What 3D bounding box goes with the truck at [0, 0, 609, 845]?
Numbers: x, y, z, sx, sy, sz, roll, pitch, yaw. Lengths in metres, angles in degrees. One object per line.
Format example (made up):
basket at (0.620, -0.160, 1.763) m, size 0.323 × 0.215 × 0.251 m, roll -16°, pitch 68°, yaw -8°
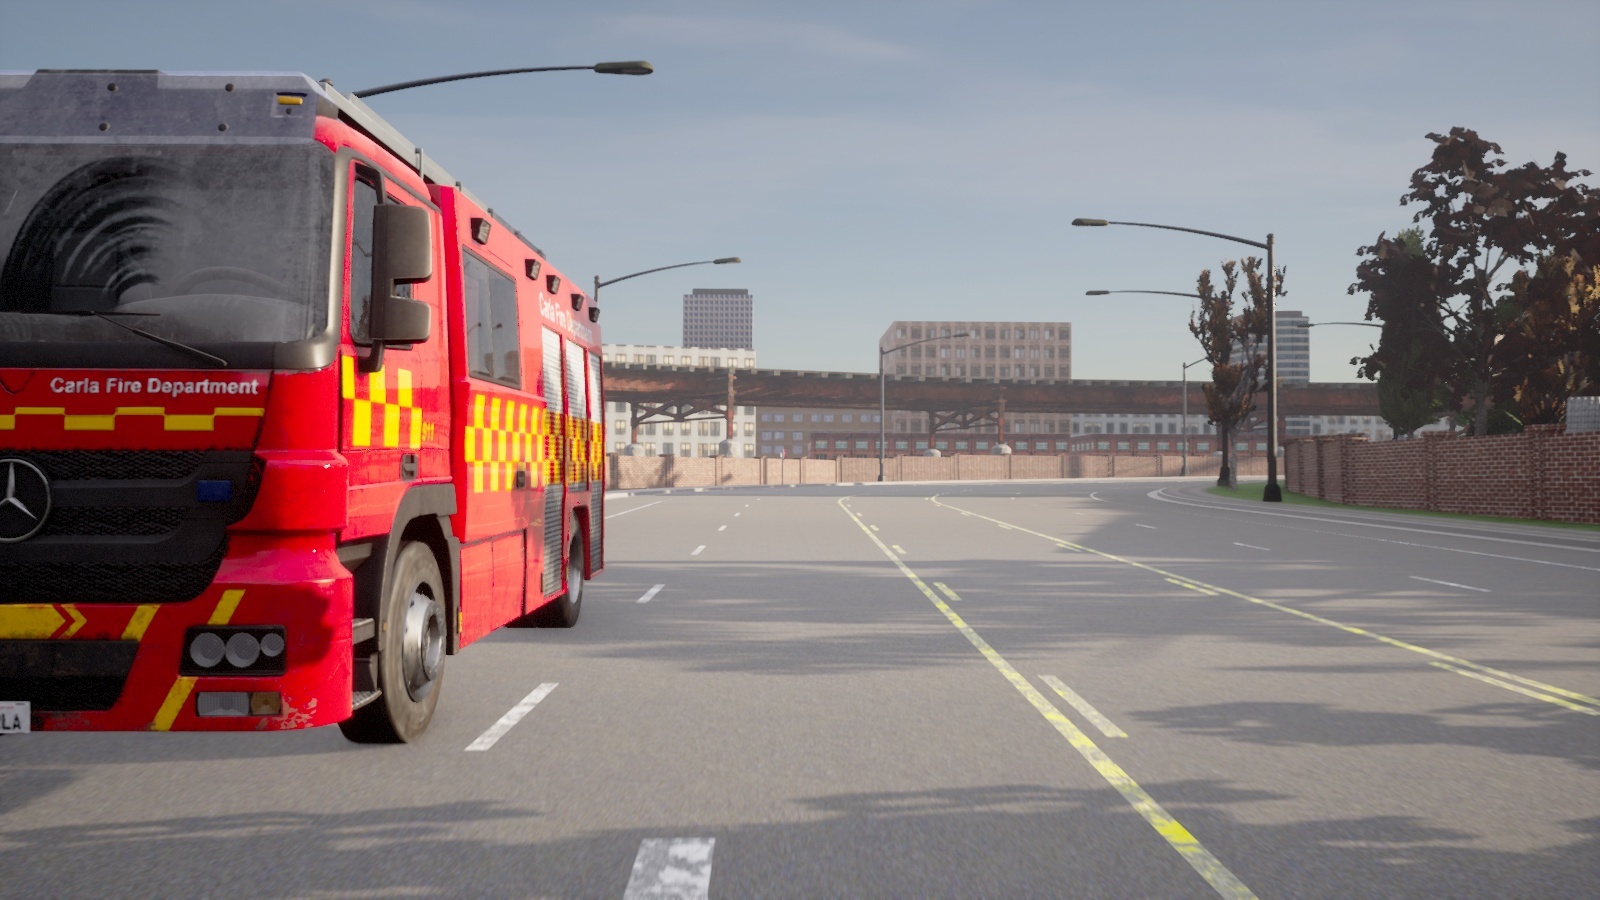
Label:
truck at (-3.529, -0.204, 9.532) m, size 2.891 × 3.827 × 8.468 m, roll 0°, pitch -1°, yaw 0°
